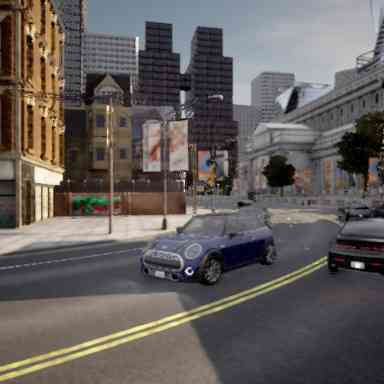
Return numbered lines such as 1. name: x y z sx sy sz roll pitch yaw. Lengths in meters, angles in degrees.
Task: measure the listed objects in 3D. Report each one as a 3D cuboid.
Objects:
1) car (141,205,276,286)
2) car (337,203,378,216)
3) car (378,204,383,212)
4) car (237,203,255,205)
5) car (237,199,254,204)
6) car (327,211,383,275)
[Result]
1. car: 0.654 1.440 9.932 2.097 1.767 4.553 -1 -1 41
2. car: 13.712 1.661 28.329 2.128 1.511 4.902 0 0 13
3. car: 17.608 1.702 29.504 2.033 1.411 5.357 0 -1 10
4. car: 3.860 1.672 21.067 1.837 1.490 4.892 0 0 23
5. car: 9.062 1.926 56.162 1.882 1.535 5.008 0 -1 -10
6. car: 5.594 1.563 10.129 1.837 1.490 4.892 0 0 38
